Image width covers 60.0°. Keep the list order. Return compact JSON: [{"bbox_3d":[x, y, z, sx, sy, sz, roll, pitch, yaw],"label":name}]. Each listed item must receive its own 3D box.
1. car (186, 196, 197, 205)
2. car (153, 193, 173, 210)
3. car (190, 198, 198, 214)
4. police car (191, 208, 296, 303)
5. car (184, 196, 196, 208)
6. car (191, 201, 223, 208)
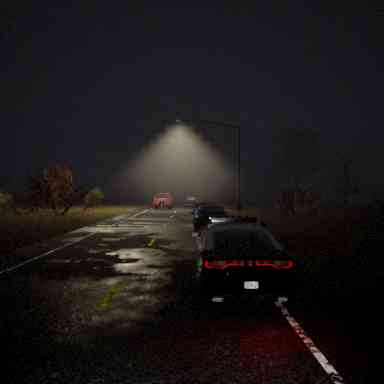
[{"bbox_3d":[-0.143,1.407,59.126,1.812,1.442,4.674,0,0,0],"label":"car"},{"bbox_3d":[-3.598,1.154,42.017,2.150,2.045,5.566,0,0,0],"label":"car"},{"bbox_3d":[0.995,1.450,24.290,1.882,1.535,5.008,0,0,0],"label":"car"},{"bbox_3d":[1.031,1.419,8.397,1.930,1.638,5.238,0,0,0],"label":"police car"},{"bbox_3d":[-0.071,1.415,45.792,2.128,1.511,4.902,0,0,0],"label":"car"},{"bbox_3d":[1.008,1.488,18.288,1.837,1.490,4.892,0,0,0],"label":"car"}]
